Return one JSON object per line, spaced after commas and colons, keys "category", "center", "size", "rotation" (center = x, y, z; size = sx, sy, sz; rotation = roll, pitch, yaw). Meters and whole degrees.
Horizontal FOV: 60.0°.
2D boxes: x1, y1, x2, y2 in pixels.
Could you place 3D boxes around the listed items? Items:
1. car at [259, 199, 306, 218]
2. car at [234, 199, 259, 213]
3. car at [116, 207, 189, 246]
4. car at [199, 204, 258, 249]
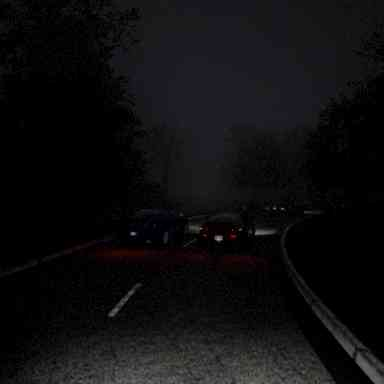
{"category": "car", "center": [7.657, 1.246, 27.102], "size": [2.033, 1.411, 5.357], "rotation": [0, 1, 35]}
{"category": "car", "center": [4.998, 1.290, 28.971], "size": [1.895, 1.301, 4.718], "rotation": [0, 1, 35]}
{"category": "car", "center": [-1.568, 1.396, 14.936], "size": [1.882, 1.535, 5.008], "rotation": [0, 1, 15]}
{"category": "car", "center": [1.566, 1.448, 14.076], "size": [1.812, 1.442, 4.674], "rotation": [0, 1, 15]}
